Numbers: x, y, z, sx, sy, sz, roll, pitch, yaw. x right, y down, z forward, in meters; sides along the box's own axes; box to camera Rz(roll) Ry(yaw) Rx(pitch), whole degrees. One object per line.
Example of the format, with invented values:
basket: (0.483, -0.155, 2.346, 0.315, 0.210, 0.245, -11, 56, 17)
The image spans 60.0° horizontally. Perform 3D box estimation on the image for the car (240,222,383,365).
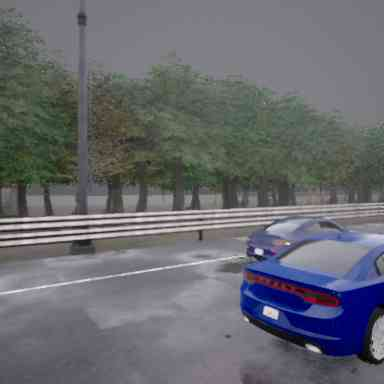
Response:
car: (3.085, 1.455, 5.875, 5.008, 1.535, 1.882, 0, 0, -35)

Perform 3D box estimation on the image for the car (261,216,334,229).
car: (3.766, 1.490, 10.605, 4.674, 1.442, 1.812, 0, 0, -35)
